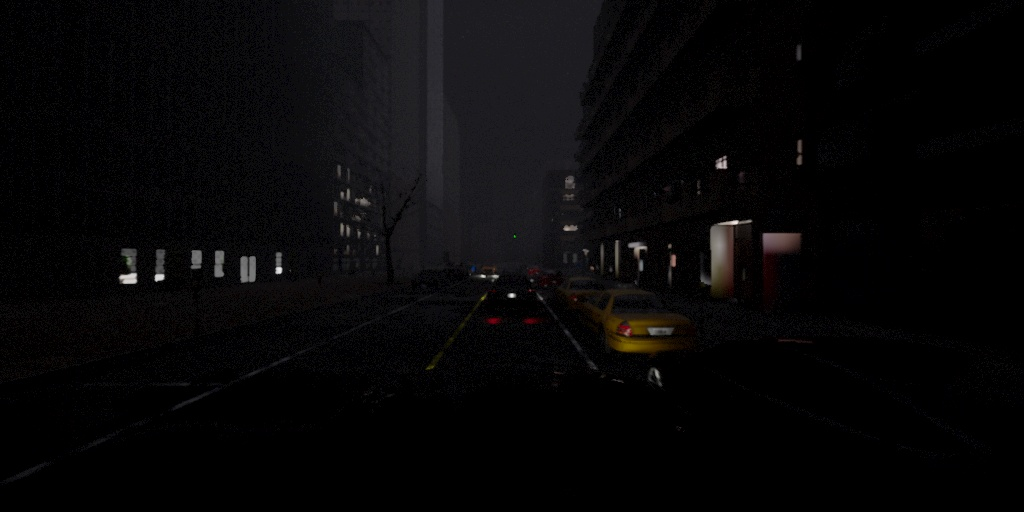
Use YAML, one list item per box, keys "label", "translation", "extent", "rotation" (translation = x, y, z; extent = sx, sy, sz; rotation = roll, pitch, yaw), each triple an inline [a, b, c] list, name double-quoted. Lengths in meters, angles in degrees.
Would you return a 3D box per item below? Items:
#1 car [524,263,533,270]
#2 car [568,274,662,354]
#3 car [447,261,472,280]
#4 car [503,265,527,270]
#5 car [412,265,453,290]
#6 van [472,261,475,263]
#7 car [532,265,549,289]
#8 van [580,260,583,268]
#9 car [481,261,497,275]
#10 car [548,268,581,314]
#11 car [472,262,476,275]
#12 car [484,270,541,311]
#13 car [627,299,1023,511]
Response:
- label: "car"
  translation: [2.684, 1.723, 41.744]
  extent: [1.888, 1.381, 4.507]
  rotation: [0, 0, 0]
- label: "car"
  translation: [2.689, 1.347, 8.779]
  extent: [1.751, 1.417, 4.829]
  rotation: [0, 0, 0]
- label: "car"
  translation: [-5.696, 1.432, 36.221]
  extent: [2.192, 1.841, 5.009]
  rotation: [0, 0, 0]
- label: "car"
  translation: [0.016, 1.652, 30.099]
  extent: [1.895, 1.301, 4.718]
  rotation: [0, -1, 0]
- label: "car"
  translation: [-5.694, 1.564, 25.177]
  extent: [1.948, 1.339, 4.313]
  rotation: [0, 0, 0]
- label: "van"
  translation: [-5.697, 1.580, 47.267]
  extent: [1.690, 1.789, 3.998]
  rotation: [0, 0, 0]
- label: "car"
  translation: [2.686, 1.543, 25.177]
  extent: [1.888, 1.381, 4.507]
  rotation: [0, 0, 0]
- label: "van"
  translation: [13.736, 1.523, 58.851]
  extent: [3.998, 1.789, 1.690]
  rotation: [0, 0, 0]
- label: "car"
  translation: [-3.036, 1.732, 48.660]
  extent: [1.882, 1.535, 5.008]
  rotation: [0, -1, 1]
- label: "car"
  translation: [2.687, 1.405, 14.302]
  extent: [1.751, 1.417, 4.829]
  rotation: [0, 0, 0]
- label: "car"
  translation: [-5.696, 1.744, 41.744]
  extent: [1.948, 1.339, 4.313]
  rotation: [0, 0, 0]
- label: "car"
  translation: [0.018, 1.457, 15.318]
  extent: [1.994, 1.385, 4.181]
  rotation: [0, -1, 1]
- label: "car"
  translation: [2.689, 1.330, 3.087]
  extent: [1.948, 1.339, 4.313]
  rotation: [0, 0, 0]
